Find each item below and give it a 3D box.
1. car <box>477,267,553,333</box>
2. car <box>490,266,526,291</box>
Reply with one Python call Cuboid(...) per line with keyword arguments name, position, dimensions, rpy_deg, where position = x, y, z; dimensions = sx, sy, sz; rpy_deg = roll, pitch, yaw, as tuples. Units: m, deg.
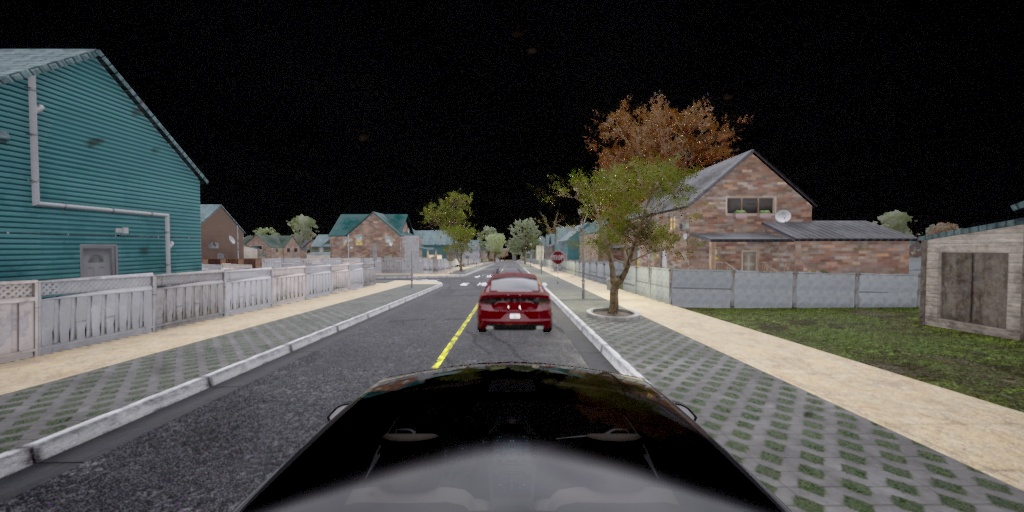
Cuboid(name="car", position=(0.073, 1.227, 10.733), dimensions=(1.882, 1.535, 5.008), rpy_deg=(0, 0, 0))
Cuboid(name="car", position=(-0.354, 1.354, 23.070), dimensions=(1.895, 1.301, 4.718), rpy_deg=(0, 0, -6))
